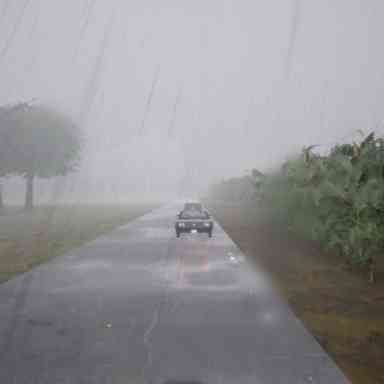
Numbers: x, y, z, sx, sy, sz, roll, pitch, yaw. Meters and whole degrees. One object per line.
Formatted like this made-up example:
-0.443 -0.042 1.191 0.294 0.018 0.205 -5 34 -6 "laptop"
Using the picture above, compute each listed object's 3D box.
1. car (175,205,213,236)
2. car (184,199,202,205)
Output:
0.097 1.613 18.348 1.895 1.301 4.718 0 0 0 "car"
0.108 1.512 36.559 1.882 1.535 5.008 0 0 0 "car"
